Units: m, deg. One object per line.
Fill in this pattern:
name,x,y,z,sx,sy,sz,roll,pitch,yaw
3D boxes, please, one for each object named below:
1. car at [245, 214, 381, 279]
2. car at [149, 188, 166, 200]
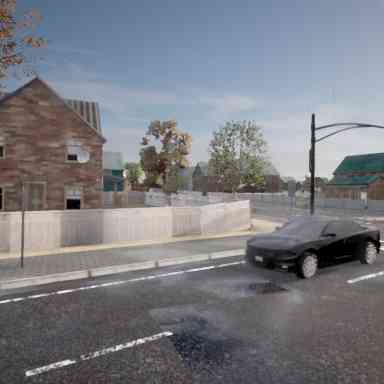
car,3.812,1.487,10.207,5.008,1.535,1.882,0,0,-35
car,-6.515,0.335,61.647,2.150,2.045,5.566,1,1,-21
